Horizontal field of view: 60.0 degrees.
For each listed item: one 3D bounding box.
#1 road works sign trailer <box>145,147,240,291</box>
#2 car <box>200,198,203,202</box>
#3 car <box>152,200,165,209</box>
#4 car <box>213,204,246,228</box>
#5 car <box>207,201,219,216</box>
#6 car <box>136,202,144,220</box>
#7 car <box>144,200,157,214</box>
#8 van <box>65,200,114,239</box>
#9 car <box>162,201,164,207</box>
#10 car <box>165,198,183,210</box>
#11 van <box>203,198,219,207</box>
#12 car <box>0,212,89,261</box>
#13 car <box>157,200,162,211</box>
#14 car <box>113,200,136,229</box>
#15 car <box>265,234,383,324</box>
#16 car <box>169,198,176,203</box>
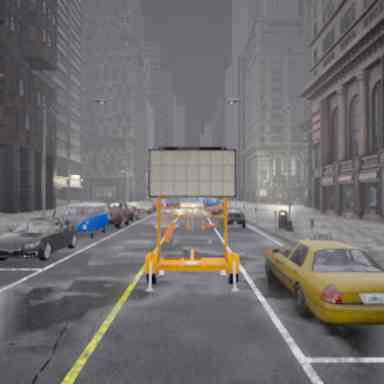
[{"bbox_3d":[0.013,0.553,9.227,2.380,3.560,2.880,0,-1,0],"label":"road works sign trailer"},{"bbox_3d":[2.865,2.085,56.897,1.887,1.381,4.507,0,-1,0],"label":"car"},{"bbox_3d":[-5.690,2.086,56.929,1.887,1.381,4.507,0,-1,0],"label":"car"},{"bbox_3d":[2.809,1.776,23.749,2.008,1.369,4.403,0,-1,0],"label":"car"},{"bbox_3d":[2.827,1.912,34.798,1.802,1.307,4.206,0,-1,0],"label":"car"},{"bbox_3d":[-5.726,1.823,29.303,1.887,1.381,4.507,0,-1,0],"label":"car"},{"bbox_3d":[-5.712,1.907,40.184,1.752,1.417,4.829,0,-1,0],"label":"car"},{"bbox_3d":[-5.740,1.515,18.255,1.690,1.788,3.998,0,-1,0],"label":"van"},{"bbox_3d":[-5.697,2.033,51.404,1.887,1.381,4.507,0,-1,0],"label":"car"},{"bbox_3d":[-2.991,1.727,53.108,2.150,2.045,5.566,0,-1,0],"label":"car"},{"bbox_3d":[2.847,1.776,45.850,1.690,1.788,3.998,0,-1,0],"label":"van"},{"bbox_3d":[-5.748,1.673,12.727,2.008,1.369,4.403,0,-1,0],"label":"car"},{"bbox_3d":[-5.704,1.980,45.878,1.887,1.381,4.507,0,-1,0],"label":"car"},{"bbox_3d":[-5.733,1.541,23.780,2.192,1.841,5.009,0,-1,0],"label":"car"},{"bbox_3d":[2.781,1.596,7.345,1.752,1.417,4.829,0,-1,0],"label":"car"},{"bbox_3d":[-5.622,2.446,94.850,1.752,1.417,4.829,0,-1,0],"label":"car"}]
